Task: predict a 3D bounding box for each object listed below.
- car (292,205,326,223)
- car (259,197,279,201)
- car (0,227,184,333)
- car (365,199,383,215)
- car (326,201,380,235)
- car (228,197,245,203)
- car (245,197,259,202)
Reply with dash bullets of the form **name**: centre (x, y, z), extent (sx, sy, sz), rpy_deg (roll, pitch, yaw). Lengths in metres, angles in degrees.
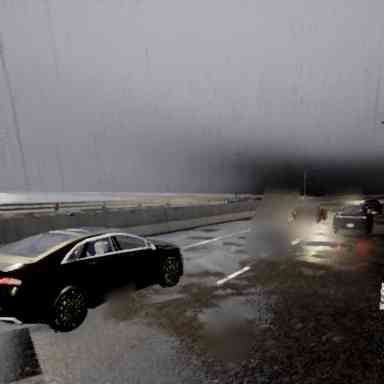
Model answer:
- **car**: centre (9.268, 1.623, 25.766), extent (1.895, 1.301, 4.718), rpy_deg (0, 0, 31)
- **car**: centre (12.354, 1.551, 51.306), extent (1.812, 1.442, 4.674), rpy_deg (0, 0, 32)
- **car**: centre (-1.972, 1.487, 6.945), extent (2.128, 1.511, 4.902), rpy_deg (0, 0, 31)
- **car**: centre (19.077, 1.547, 35.202), extent (1.837, 1.490, 4.892), rpy_deg (0, 0, 31)
- **car**: centre (9.405, 1.515, 19.199), extent (2.128, 1.511, 4.902), rpy_deg (0, 0, 31)
- **car**: centre (8.088, 1.564, 57.679), extent (2.033, 1.411, 5.357), rpy_deg (0, 0, 32)
- **car**: centre (11.039, 1.549, 55.797), extent (1.812, 1.442, 4.674), rpy_deg (0, 0, 32)
